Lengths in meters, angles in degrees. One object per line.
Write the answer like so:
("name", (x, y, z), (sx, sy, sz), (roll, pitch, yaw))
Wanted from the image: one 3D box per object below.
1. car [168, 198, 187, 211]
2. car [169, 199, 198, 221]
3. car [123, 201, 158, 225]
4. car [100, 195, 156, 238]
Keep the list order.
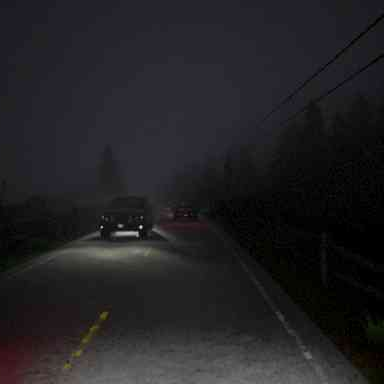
("car", (-1.852, 1.556, 41.818), (2.033, 1.411, 5.357), (0, 0, -6))
("car", (-0.593, 1.497, 26.868), (2.128, 1.511, 4.902), (0, 0, -3))
("car", (-3.798, 1.497, 25.530), (2.128, 1.511, 4.902), (0, 0, -3))
("car", (-3.395, 1.219, 18.154), (2.150, 2.045, 5.566), (0, 0, -2))
